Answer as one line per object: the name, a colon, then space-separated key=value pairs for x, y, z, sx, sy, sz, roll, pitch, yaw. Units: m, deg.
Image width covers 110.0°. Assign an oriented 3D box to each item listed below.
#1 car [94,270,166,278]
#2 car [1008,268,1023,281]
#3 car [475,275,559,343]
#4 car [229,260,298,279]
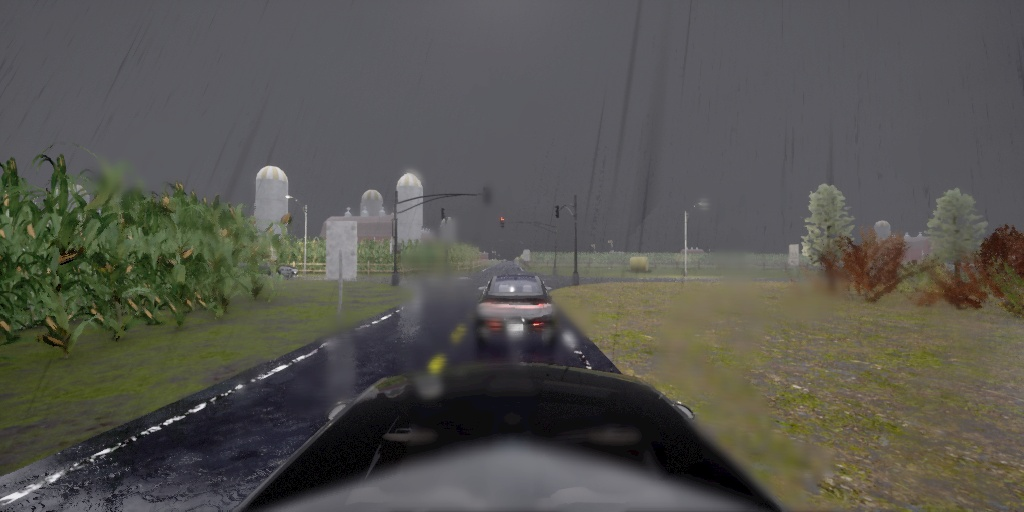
car: x=-29.763 y=1.036 z=28.259 sx=5.357 sy=1.411 sz=2.033 roll=0 pitch=-1 yaw=-3
car: x=48.663 y=1.719 z=33.511 sx=4.674 sy=1.442 sz=1.812 roll=1 pitch=-1 yaw=-5
car: x=0.100 y=1.245 z=9.653 sx=2.128 sy=1.511 sz=4.902 roll=0 pitch=0 yaw=0
car: x=-19.943 y=1.059 z=28.807 sx=4.902 sy=1.511 sz=2.128 roll=0 pitch=-1 yaw=-4
